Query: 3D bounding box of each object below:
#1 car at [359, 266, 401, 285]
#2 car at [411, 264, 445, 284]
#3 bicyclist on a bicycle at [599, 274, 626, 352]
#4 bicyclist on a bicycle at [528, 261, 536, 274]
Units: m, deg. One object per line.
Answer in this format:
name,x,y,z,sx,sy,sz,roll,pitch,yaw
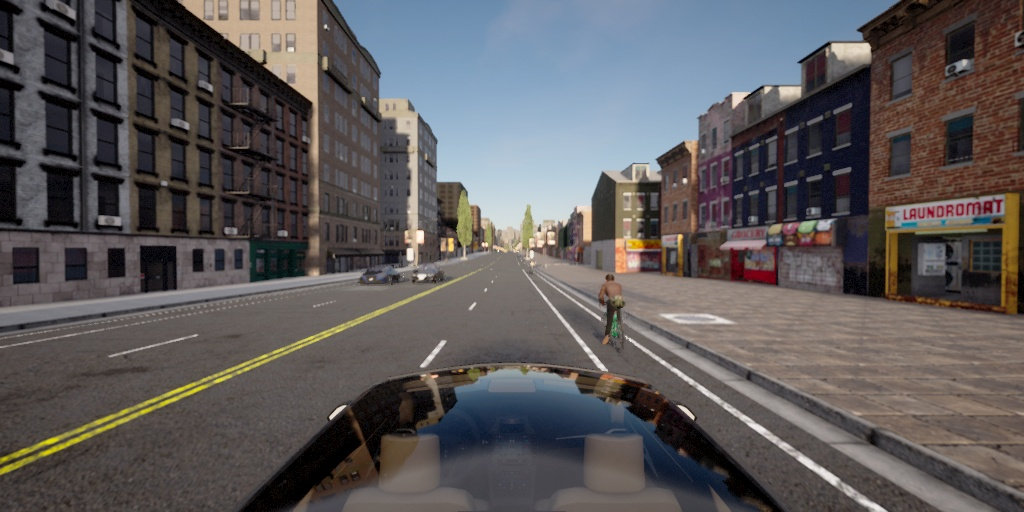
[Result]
car,-9.843,1.433,27.056,1.994,1.385,4.181,0,0,0
car,-6.591,1.364,28.576,2.128,1.511,4.902,0,0,0
bicyclist on a bicycle,2.261,1.240,8.107,0.582,1.620,1.656,0,-1,0
bicyclist on a bicycle,2.309,1.321,41.401,0.866,1.612,1.509,0,0,0
